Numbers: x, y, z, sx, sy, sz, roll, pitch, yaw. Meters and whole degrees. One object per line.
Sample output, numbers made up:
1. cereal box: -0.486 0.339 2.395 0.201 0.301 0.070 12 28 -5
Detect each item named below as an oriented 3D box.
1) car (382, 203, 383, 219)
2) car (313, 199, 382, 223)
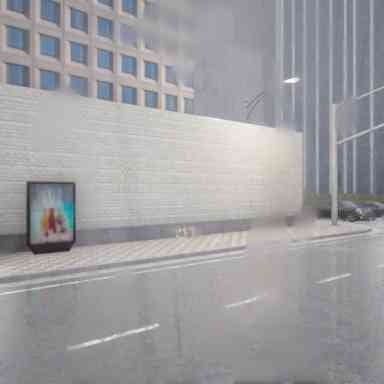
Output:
1. car: 15.364 1.559 28.256 1.837 1.490 4.892 0 0 -38
2. car: 11.940 1.407 26.319 2.097 1.767 4.553 0 0 -31
